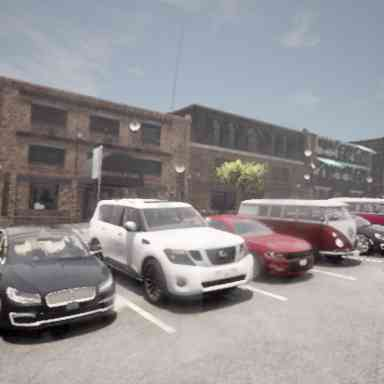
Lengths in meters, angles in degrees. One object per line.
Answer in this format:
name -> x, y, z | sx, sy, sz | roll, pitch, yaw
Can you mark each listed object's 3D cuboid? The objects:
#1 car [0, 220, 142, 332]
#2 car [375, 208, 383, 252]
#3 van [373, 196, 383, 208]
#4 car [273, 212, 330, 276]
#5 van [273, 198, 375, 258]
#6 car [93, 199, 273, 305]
car -> -3.237, 1.481, 7.087 | 2.231, 1.521, 4.892 | 0, 0, -35
car -> 5.899, 1.502, 13.595 | 2.231, 1.521, 4.892 | 0, 0, -35
van -> 8.120, 1.280, 15.311 | 1.878, 1.987, 4.442 | 0, 0, -35
car -> 1.333, 1.490, 10.343 | 2.097, 1.535, 5.008 | 0, 0, -35
van -> 3.687, 1.270, 11.871 | 1.878, 1.987, 4.442 | 0, 0, -35
car -> -0.931, 1.234, 8.689 | 2.435, 2.045, 5.566 | 0, 0, -35
